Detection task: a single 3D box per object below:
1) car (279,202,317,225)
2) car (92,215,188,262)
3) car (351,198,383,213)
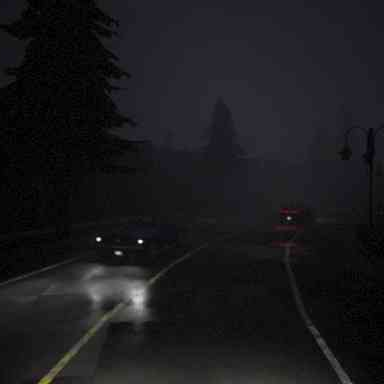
[{"bbox_3d":[7.892,1.523,24.688,1.837,1.490,4.892,0,0,32],"label":"car"},{"bbox_3d":[-1.679,1.579,12.375,1.895,1.301,4.718,0,0,16],"label":"car"},{"bbox_3d":[20.063,1.672,37.439,4.718,1.301,1.895,0,0,-35],"label":"car"}]
